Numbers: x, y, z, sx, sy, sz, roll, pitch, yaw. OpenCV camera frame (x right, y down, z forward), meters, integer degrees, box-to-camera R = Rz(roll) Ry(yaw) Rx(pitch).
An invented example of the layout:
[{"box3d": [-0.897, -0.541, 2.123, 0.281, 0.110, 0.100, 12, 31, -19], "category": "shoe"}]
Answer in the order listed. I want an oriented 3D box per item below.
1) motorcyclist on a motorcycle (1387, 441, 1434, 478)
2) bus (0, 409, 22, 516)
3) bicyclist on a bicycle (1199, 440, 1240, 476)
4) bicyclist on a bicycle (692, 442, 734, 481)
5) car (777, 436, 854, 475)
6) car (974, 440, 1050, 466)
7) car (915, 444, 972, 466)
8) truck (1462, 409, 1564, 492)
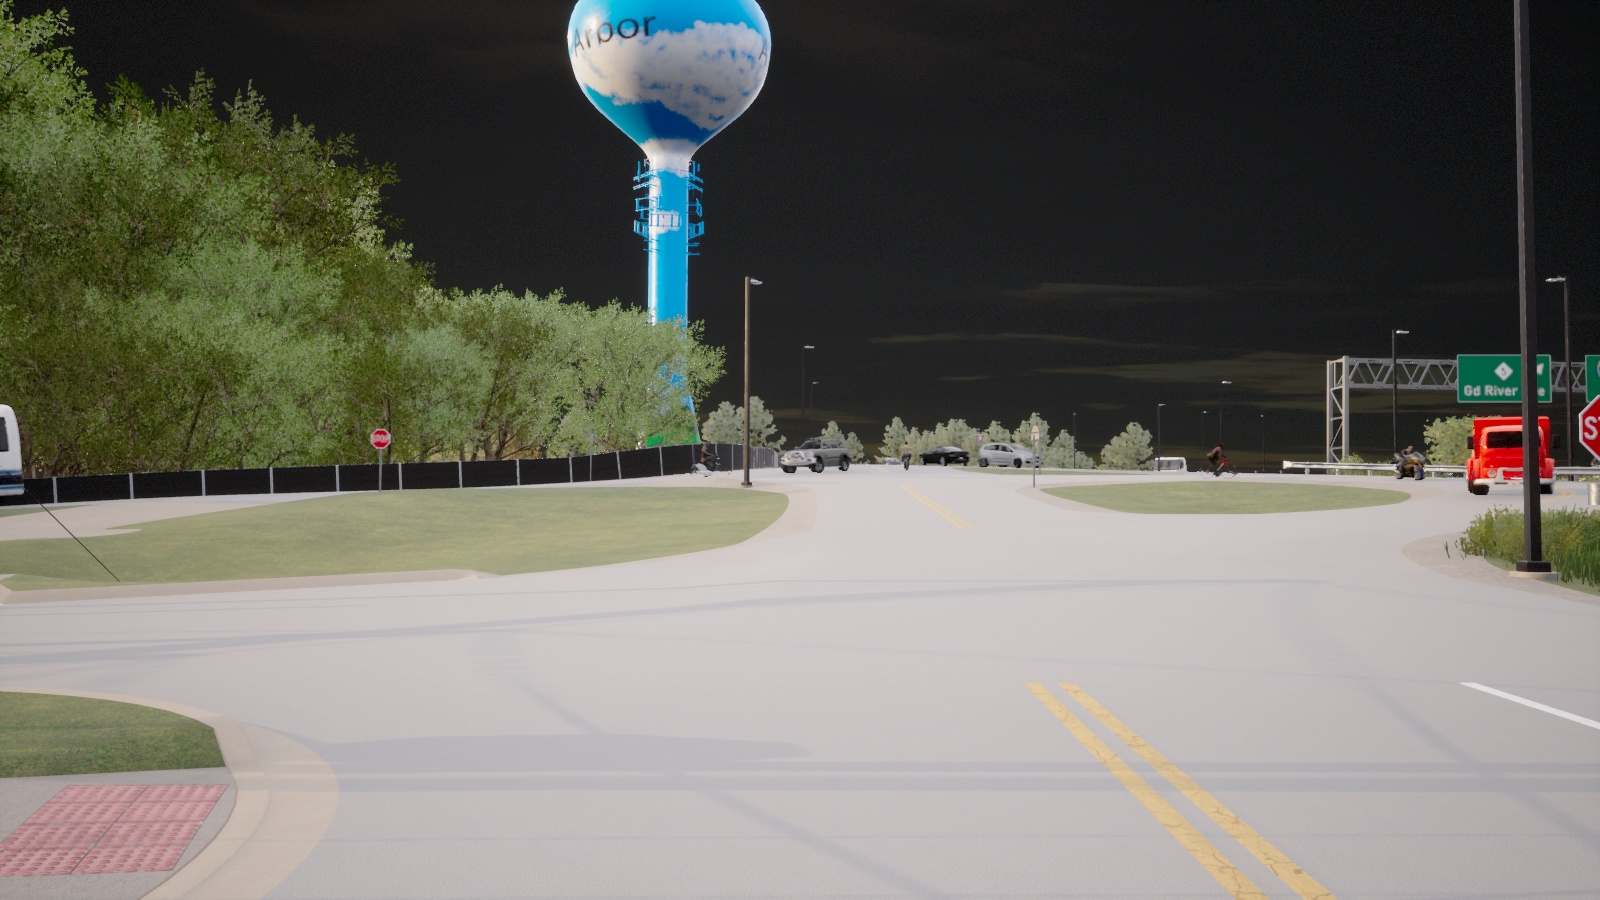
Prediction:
[{"box3d": [26.015, 0.388, 53.559, 0.866, 1.530, 2.191, -1, 0, -3], "category": "motorcyclist on a motorcycle"}, {"box3d": [-36.229, 0.795, 47.897, 3.944, 4.253, 10.273, -3, 1, 44], "category": "bus"}, {"box3d": [19.072, 0.375, 57.085, 1.656, 1.620, 0.582, -1, 1, 0], "category": "bicyclist on a bicycle"}, {"box3d": [-4.070, 0.527, 58.855, 1.843, 1.776, 0.659, -2, 0, -9], "category": "bicyclist on a bicycle"}, {"box3d": [0.865, 0.263, 65.662, 1.932, 1.855, 4.605, -2, 1, 30], "category": "car"}, {"box3d": [13.890, 0.182, 82.435, 2.242, 1.667, 4.611, 1, -1, -38], "category": "car"}, {"box3d": [10.581, 0.359, 93.074, 1.882, 1.535, 5.008, 0, 0, -24], "category": "car"}, {"box3d": [22.966, -0.011, 40.579, 2.627, 2.467, 5.204, -1, 0, 29], "category": "truck"}]
